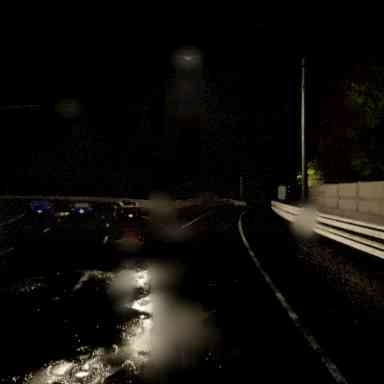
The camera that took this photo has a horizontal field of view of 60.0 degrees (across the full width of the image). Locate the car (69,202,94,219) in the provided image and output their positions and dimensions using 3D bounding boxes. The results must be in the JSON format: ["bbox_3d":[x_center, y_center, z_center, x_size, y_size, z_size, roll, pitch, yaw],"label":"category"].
[{"bbox_3d":[-9.623,1.552,29.035,1.994,1.385,4.181,0,0,-18],"label":"car"}]

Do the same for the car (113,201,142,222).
[{"bbox_3d":[-5.197,1.493,26.788,1.837,1.490,4.892,0,0,-17],"label":"car"}]

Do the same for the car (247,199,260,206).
[{"bbox_3d":[12.876,2.237,71.345,1.994,1.385,4.181,0,-3,16],"label":"car"}]

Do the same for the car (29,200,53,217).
[{"bbox_3d":[-14.052,1.510,31.064,1.812,1.442,4.674,0,0,-21],"label":"car"}]
